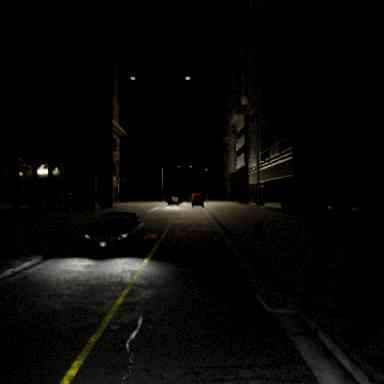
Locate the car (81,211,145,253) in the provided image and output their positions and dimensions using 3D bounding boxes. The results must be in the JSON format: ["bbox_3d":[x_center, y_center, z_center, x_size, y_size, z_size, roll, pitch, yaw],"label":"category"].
[{"bbox_3d":[-3.101,1.555,13.917,1.812,1.442,4.674,0,0,0],"label":"car"}]

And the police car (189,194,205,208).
[{"bbox_3d":[0.899,1.559,50.902,1.930,1.638,5.238,0,0,0],"label":"police car"}]

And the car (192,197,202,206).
[{"bbox_3d":[0.899,1.696,60.792,1.812,1.442,4.674,0,0,0],"label":"car"}]

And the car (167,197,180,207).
[{"bbox_3d":[-3.068,1.639,55.139,2.128,1.511,4.902,0,0,0],"label":"car"}]
